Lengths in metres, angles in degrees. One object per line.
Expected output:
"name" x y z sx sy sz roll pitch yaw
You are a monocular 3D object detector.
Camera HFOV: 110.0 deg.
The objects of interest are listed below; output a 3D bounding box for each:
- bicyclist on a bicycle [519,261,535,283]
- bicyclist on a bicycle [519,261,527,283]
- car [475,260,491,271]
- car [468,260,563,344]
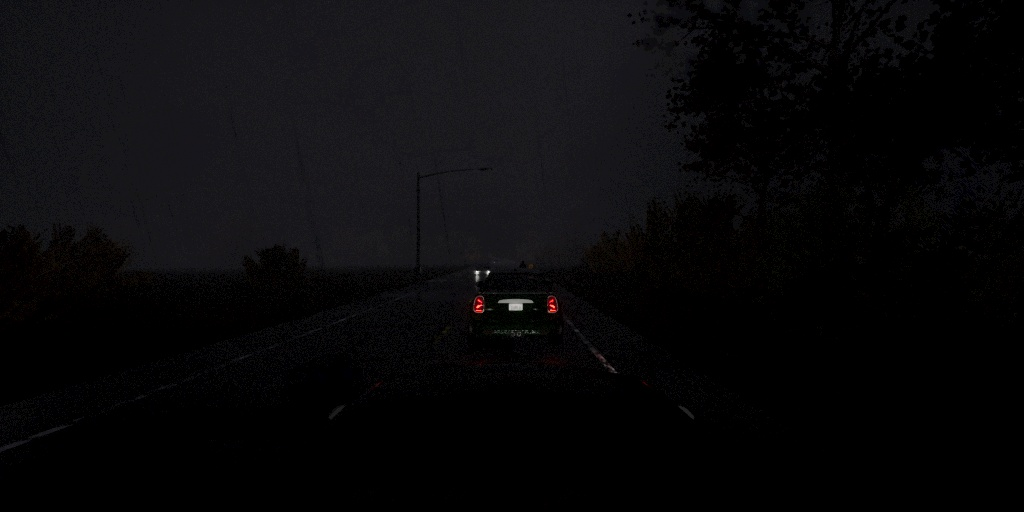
"bicyclist on a bicycle" 0.901 1.180 17.071 0.866 1.612 1.509 0 0 0
"bicyclist on a bicycle" 0.836 1.193 27.188 0.582 1.620 1.656 0 0 0
"car" -3.942 1.262 49.131 1.812 1.442 4.674 0 0 -1
"car" 0.071 1.099 9.727 2.097 1.767 4.553 0 0 0
